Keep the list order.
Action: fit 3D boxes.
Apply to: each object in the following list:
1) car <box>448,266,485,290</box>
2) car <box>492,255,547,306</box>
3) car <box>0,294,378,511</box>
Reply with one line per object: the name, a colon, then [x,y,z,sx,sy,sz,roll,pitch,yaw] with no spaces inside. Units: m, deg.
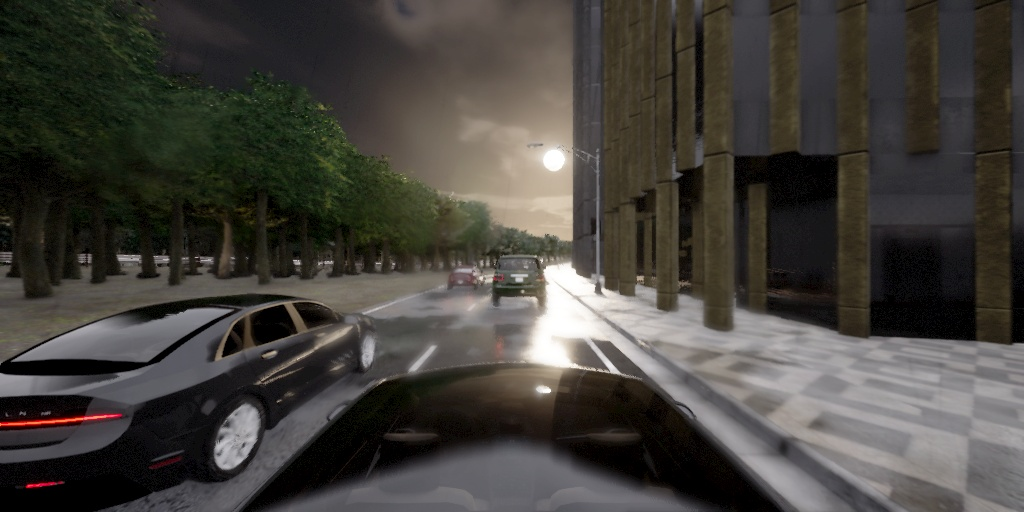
car: [-2.878,1.351,22.985,1.812,1.442,4.674,0,-1,2]
car: [0.355,0.989,16.012,2.150,2.045,5.566,0,0,2]
car: [-3.358,1.243,4.631,1.837,1.490,4.892,0,0,0]
